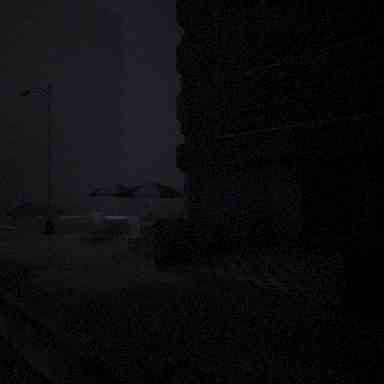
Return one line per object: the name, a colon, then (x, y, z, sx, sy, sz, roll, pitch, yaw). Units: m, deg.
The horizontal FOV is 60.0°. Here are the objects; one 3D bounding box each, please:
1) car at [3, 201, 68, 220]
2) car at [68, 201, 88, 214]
car: (-13.600, 1.586, 28.617, 4.674, 1.442, 1.812, 0, 0, -45)
car: (-12.989, 1.625, 34.490, 1.994, 1.385, 4.181, 0, 0, 45)
